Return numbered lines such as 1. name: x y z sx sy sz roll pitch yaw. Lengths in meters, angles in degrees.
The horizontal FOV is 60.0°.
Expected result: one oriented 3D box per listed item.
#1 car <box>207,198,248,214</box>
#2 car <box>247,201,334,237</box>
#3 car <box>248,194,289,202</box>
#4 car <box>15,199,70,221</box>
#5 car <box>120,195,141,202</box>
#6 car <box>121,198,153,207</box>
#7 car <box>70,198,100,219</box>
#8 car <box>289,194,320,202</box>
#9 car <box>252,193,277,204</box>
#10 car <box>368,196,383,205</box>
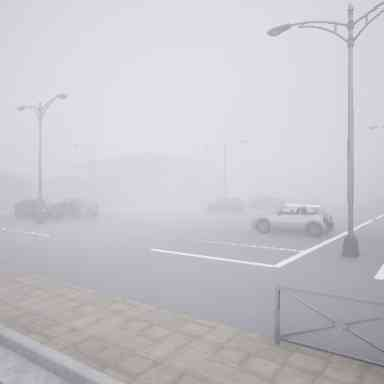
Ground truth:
1. car: 3.224 1.317 33.027 3.633 1.501 1.845 0 0 36
2. car: 5.048 1.381 16.862 3.806 1.475 1.970 0 0 36
3. car: 9.141 1.296 41.080 4.514 1.523 2.007 0 0 36
4. car: -11.758 1.337 25.403 4.514 1.523 2.007 0 0 36
5. car: -14.539 1.479 78.478 2.242 1.667 4.611 0 0 36
6. car: -8.489 1.562 51.757 2.033 1.411 5.357 0 0 36
7. car: -9.953 1.328 27.969 5.027 1.636 2.152 0 0 36
8. car: 17.049 1.095 50.731 4.605 1.855 1.932 0 0 36
9. car: 12.624 1.075 58.019 3.866 1.878 1.905 0 0 36
10. car: 29.228 1.296 50.448 4.514 1.523 2.007 0 0 36
